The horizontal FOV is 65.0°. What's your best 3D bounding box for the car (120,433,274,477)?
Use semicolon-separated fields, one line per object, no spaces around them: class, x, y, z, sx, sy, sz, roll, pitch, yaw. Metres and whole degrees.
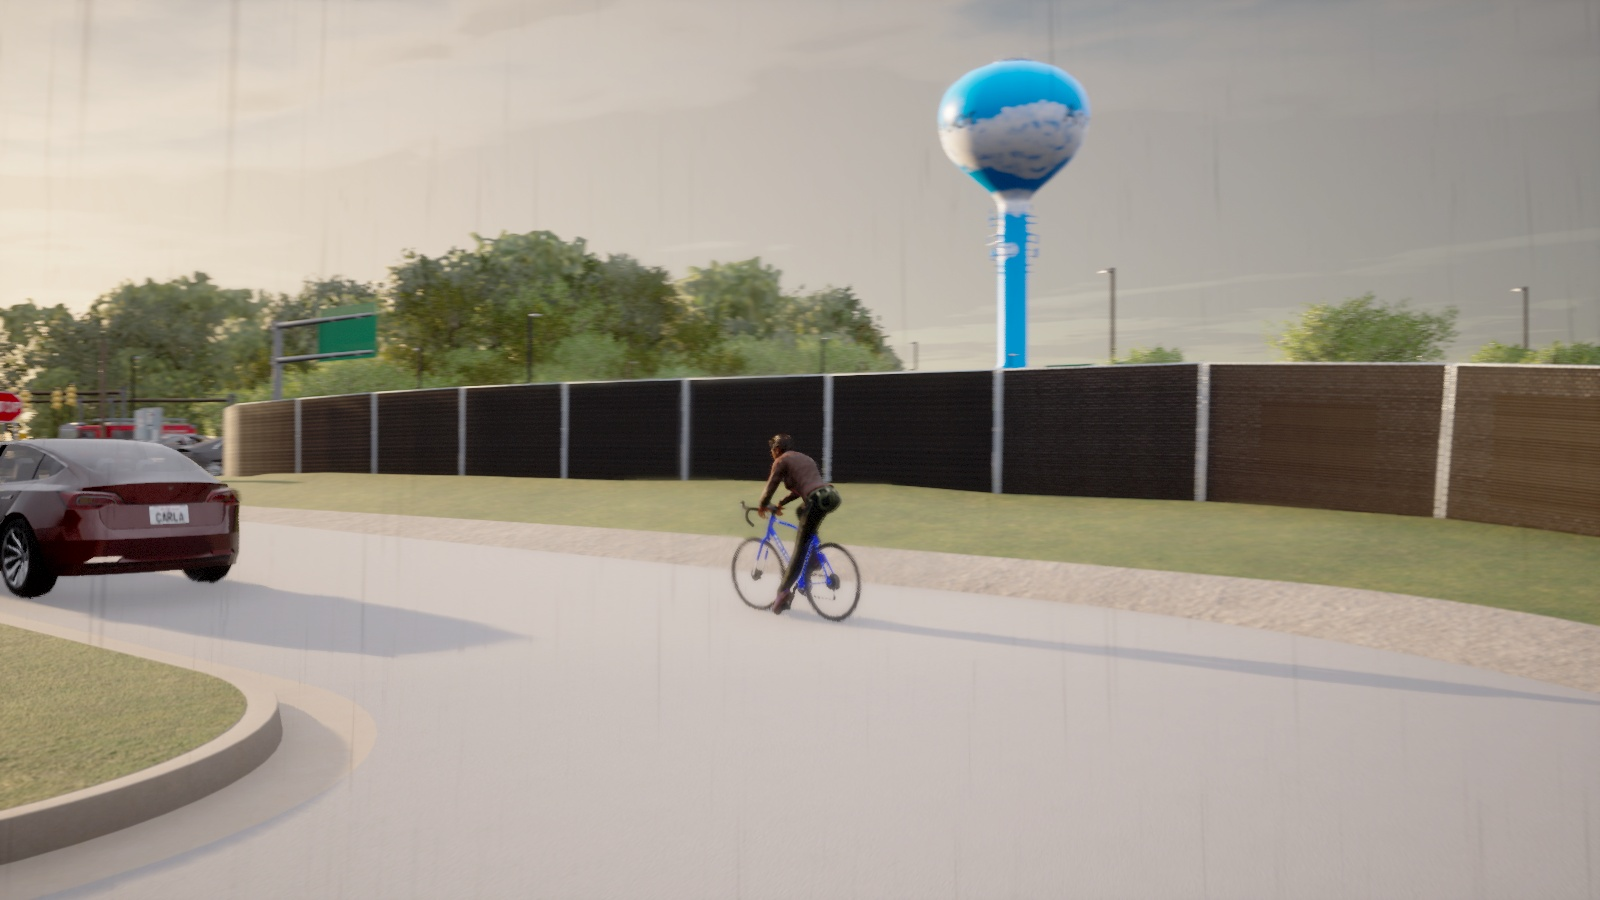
car;-23.801;0.162;49.754;2.152;1.651;5.027;0;1;39

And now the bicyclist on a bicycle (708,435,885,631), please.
bicyclist on a bicycle;-0.057;0.681;11.168;0.582;1.620;1.656;-1;1;-44

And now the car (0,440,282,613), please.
car;-7.781;0.648;13.262;4.792;1.488;2.163;1;0;38

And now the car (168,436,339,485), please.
car;-18.737;0.321;43.227;2.128;1.511;4.902;-1;1;44
